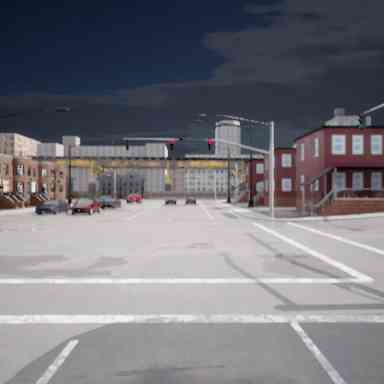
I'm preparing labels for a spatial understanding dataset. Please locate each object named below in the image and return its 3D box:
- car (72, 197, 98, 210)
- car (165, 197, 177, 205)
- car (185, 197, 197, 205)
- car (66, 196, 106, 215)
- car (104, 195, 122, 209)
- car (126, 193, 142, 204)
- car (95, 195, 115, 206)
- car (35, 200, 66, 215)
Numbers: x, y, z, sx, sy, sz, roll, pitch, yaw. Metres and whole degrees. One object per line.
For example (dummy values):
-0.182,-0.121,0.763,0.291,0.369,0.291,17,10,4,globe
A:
-14.220,1.473,44.404,1.882,1.535,5.008,0,0,0,car
-3.680,1.595,58.700,1.895,1.301,4.718,0,0,0,car
-0.180,1.520,58.685,1.812,1.442,4.674,0,0,0,car
-10.693,1.474,33.948,1.882,1.535,5.008,0,0,0,car
-10.718,1.542,44.426,2.033,1.411,5.357,0,0,0,car
-10.708,1.219,61.553,2.150,2.045,5.566,0,0,0,car
-14.240,1.350,54.680,2.097,1.767,4.553,0,0,0,car
-14.196,1.544,34.363,2.033,1.411,5.357,0,0,0,car
